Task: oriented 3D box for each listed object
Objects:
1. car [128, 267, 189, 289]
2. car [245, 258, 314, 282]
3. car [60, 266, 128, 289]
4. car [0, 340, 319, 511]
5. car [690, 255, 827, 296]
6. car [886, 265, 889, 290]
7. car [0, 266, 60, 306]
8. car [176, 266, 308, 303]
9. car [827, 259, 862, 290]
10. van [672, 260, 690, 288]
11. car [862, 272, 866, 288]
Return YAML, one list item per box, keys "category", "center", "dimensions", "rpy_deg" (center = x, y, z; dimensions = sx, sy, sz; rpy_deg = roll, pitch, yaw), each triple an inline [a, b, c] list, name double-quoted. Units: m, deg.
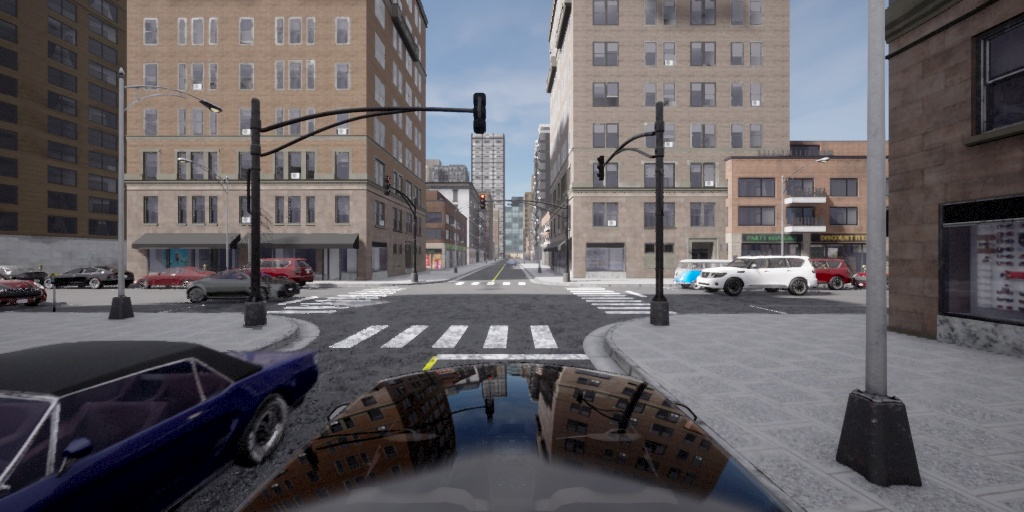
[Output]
- category: "car"
  center: [-20.437, 1.321, 22.066]
  dimensions: [4.207, 1.307, 1.802]
  rpy_deg: [0, 0, 0]
- category: "car"
  center: [-14.913, 1.059, 22.035]
  dimensions: [5.009, 1.841, 2.192]
  rpy_deg: [0, 0, 0]
- category: "car"
  center: [-25.960, 1.300, 22.097]
  dimensions: [4.313, 1.339, 1.948]
  rpy_deg: [0, 0, 0]
- category: "car"
  center: [-3.222, 1.351, 2.110]
  dimensions: [1.895, 1.301, 4.718]
  rpy_deg: [0, 0, -2]
- category: "car"
  center: [12.956, 0.989, 19.119]
  dimensions: [5.566, 2.045, 2.150]
  rpy_deg: [0, 0, 0]
- category: "car"
  center: [22.921, 1.281, 19.065]
  dimensions: [4.892, 1.490, 1.837]
  rpy_deg: [0, 0, 0]
- category: "car"
  center: [-20.459, 1.180, 13.540]
  dimensions: [4.097, 1.591, 1.967]
  rpy_deg: [0, 0, 0]
- category: "car"
  center: [-11.939, 1.312, 16.086]
  dimensions: [4.181, 1.385, 1.994]
  rpy_deg: [0, 0, 0]
- category: "car"
  center: [17.630, 1.086, 21.853]
  dimensions: [5.009, 1.841, 2.192]
  rpy_deg: [0, 0, 0]
- category: "van"
  center: [12.034, 1.108, 21.884]
  dimensions: [3.998, 1.789, 1.690]
  rpy_deg: [0, 0, 0]
- category: "car"
  center: [23.226, 1.215, 21.821]
  dimensions: [4.097, 1.591, 1.967]
  rpy_deg: [0, 0, 0]
